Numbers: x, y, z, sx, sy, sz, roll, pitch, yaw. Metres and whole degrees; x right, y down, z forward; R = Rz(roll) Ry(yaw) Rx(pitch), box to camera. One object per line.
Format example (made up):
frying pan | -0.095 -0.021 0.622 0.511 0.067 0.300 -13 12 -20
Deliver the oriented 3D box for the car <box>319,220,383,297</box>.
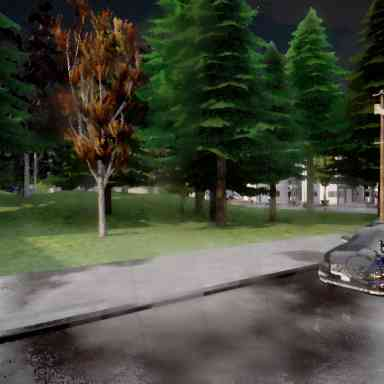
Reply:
car | 5.176 1.501 8.359 4.892 1.490 1.837 -1 1 -36

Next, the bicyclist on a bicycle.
bicyclist on a bicycle | 3.728 1.371 5.934 1.656 1.620 0.582 31 45 27
